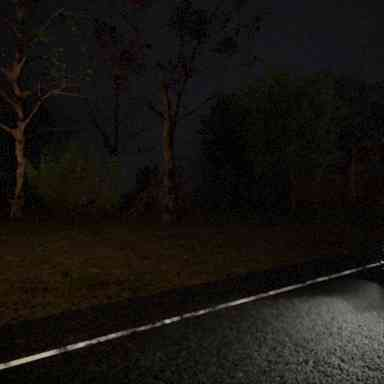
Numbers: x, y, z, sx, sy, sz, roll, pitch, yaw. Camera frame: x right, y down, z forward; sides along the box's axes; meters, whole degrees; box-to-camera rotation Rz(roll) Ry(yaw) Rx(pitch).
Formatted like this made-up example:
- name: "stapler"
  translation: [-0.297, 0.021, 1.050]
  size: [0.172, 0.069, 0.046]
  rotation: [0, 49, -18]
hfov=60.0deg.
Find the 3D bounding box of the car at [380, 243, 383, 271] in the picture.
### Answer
- name: "car"
  translation: [6.920, 1.407, 8.933]
  size: [4.902, 1.511, 2.128]
  rotation: [-1, 0, -36]
